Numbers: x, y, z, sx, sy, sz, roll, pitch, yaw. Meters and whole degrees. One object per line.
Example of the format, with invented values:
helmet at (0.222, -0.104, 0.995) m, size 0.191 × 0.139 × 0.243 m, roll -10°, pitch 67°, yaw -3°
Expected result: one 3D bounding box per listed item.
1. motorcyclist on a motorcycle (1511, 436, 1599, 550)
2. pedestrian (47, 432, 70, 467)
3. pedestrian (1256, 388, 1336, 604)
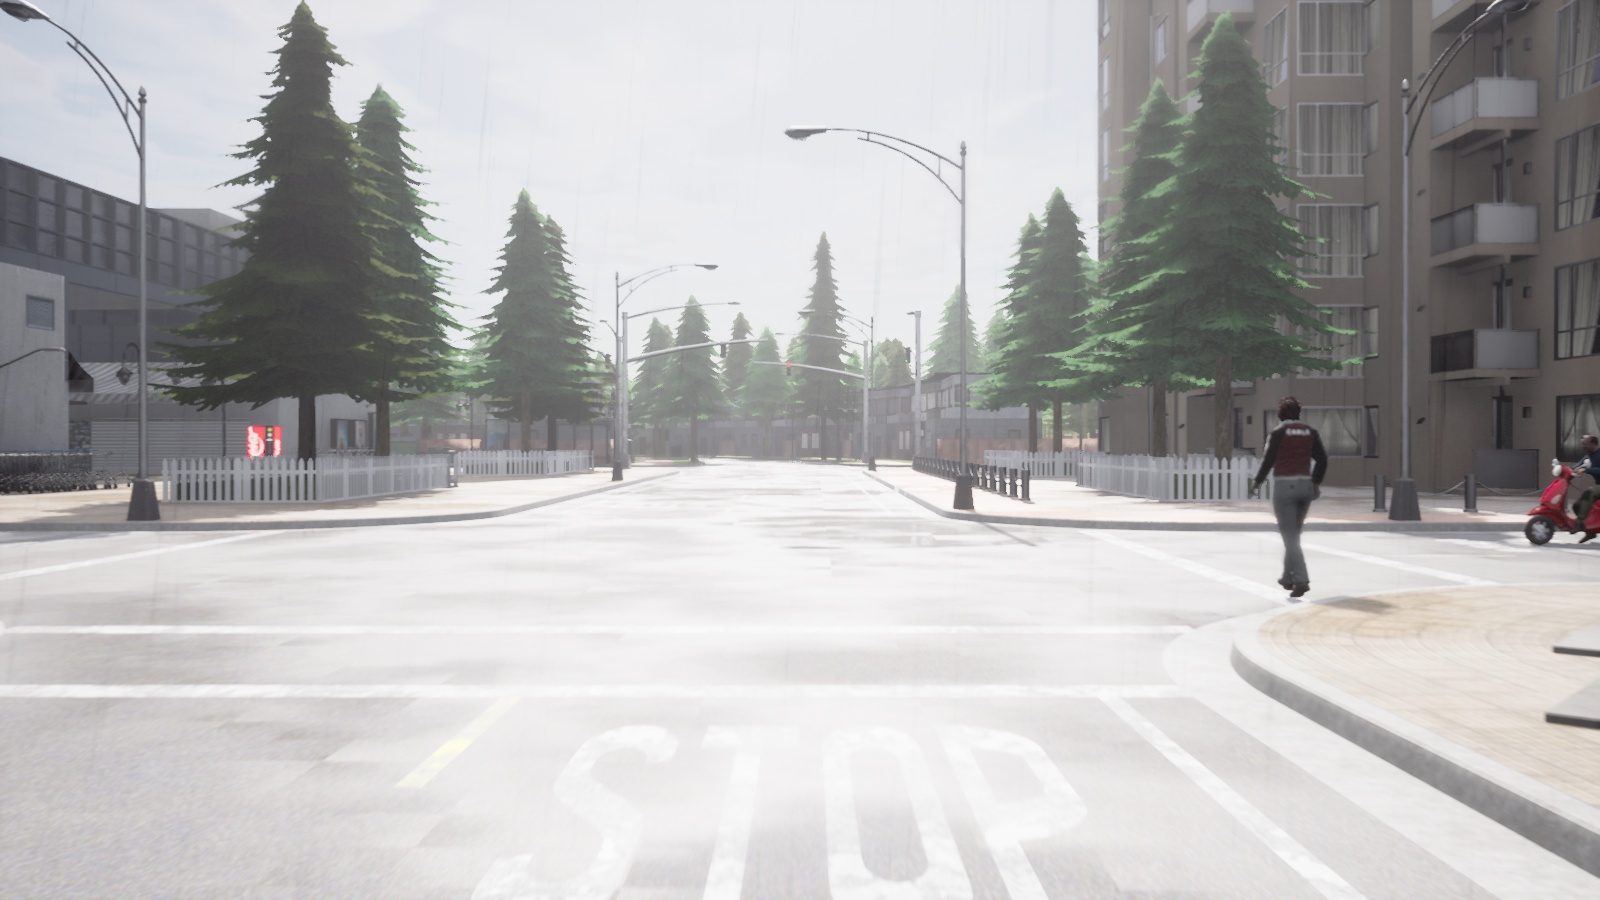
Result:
motorcyclist on a motorcycle at (11.313, 0.593, 17.937) m, size 1.817 × 1.590 × 0.866 m, roll 0°, pitch 0°, yaw 1°
pedestrian at (-39.756, -0.019, 67.334) m, size 0.849 × 1.883 × 0.563 m, roll 0°, pitch 0°, yaw 0°
pedestrian at (4.568, 0.411, 11.597) m, size 0.402 × 1.930 × 0.666 m, roll 0°, pitch 0°, yaw -9°
